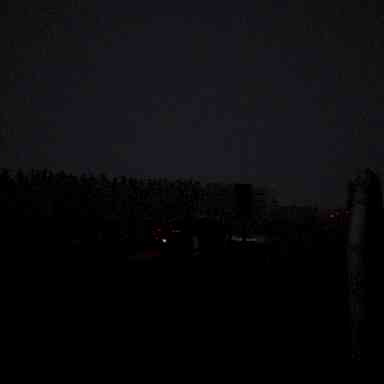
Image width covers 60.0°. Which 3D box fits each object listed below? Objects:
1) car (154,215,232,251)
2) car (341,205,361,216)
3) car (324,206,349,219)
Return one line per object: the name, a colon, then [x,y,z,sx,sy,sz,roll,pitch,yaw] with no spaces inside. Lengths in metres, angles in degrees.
car: [0.201,1.903,16.380,1.837,1.490,4.892,-1,-2,35]
car: [23.889,2.749,49.876,1.812,1.442,4.674,-1,-2,35]
car: [18.085,2.625,41.578,1.895,1.301,4.718,-1,-2,36]
